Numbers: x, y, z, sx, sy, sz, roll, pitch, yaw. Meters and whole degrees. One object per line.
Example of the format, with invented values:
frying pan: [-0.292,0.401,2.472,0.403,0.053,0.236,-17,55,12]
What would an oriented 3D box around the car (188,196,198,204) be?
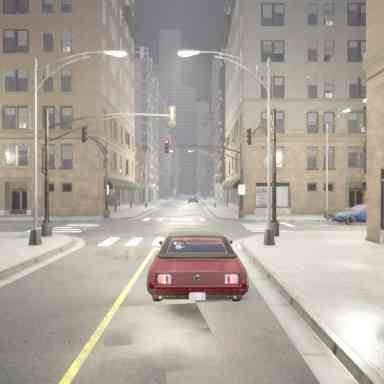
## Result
car: [0.189,1.507,65.222,1.812,1.442,4.674,0,0,0]

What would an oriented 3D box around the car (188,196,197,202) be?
car: [0.109,1.567,75.151,1.895,1.301,4.718,0,0,0]

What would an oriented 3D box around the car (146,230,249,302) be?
car: [0.094,1.601,8.238,1.895,1.301,4.718,0,0,0]

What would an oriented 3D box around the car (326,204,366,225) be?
car: [12.201,1.512,22.827,5.357,1.411,2.033,0,0,3]
